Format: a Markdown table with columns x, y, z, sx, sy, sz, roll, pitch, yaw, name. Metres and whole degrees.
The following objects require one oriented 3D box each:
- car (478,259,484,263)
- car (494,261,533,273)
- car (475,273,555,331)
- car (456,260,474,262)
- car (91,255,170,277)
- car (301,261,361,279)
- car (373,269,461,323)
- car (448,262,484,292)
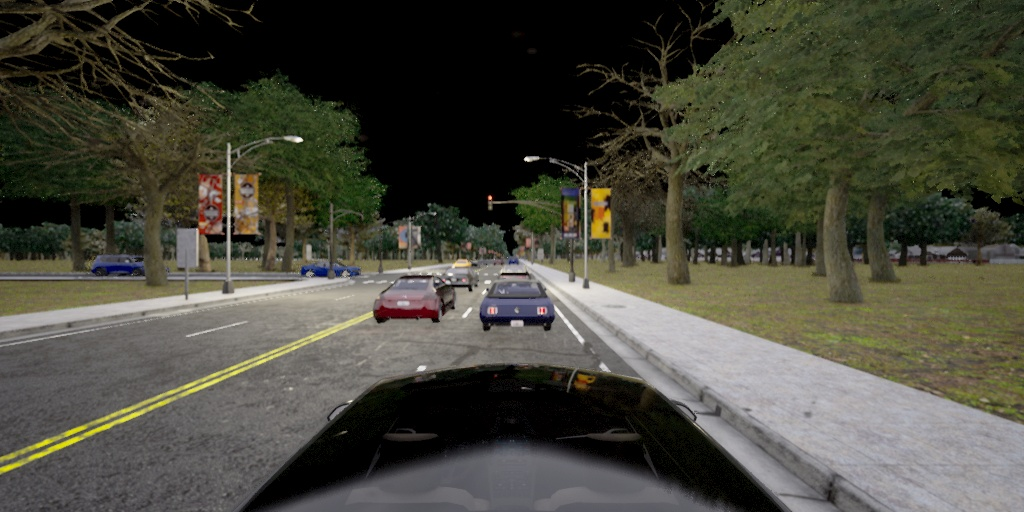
| x | y | z | sx | sy | sz | roll | pitch | yaw | name |
| --- | --- | --- | --- | --- | --- | --- | --- | --- | --- |
| -6.332 | 1.394 | 59.660 | 1.895 | 1.301 | 4.718 | 0 | 0 | 1 | car |
| 0.156 | 1.250 | 20.183 | 2.128 | 1.511 | 4.902 | 0 | 0 | 1 | car |
| 0.137 | 1.354 | 10.929 | 1.895 | 1.301 | 4.718 | 0 | 0 | 0 | car |
| -6.411 | 1.256 | 46.213 | 1.882 | 1.535 | 5.008 | 0 | 0 | 0 | car |
| -34.389 | 0.949 | 32.377 | 5.566 | 2.045 | 2.150 | 0 | 0 | 0 | car |
| -16.305 | 1.229 | 32.421 | 5.008 | 1.535 | 1.882 | 0 | 0 | -2 | car |
| -3.101 | 1.318 | 12.169 | 1.994 | 1.385 | 4.181 | 0 | 0 | -1 | car |
| -3.069 | 1.307 | 21.410 | 2.033 | 1.411 | 5.357 | 0 | 0 | 0 | car |
